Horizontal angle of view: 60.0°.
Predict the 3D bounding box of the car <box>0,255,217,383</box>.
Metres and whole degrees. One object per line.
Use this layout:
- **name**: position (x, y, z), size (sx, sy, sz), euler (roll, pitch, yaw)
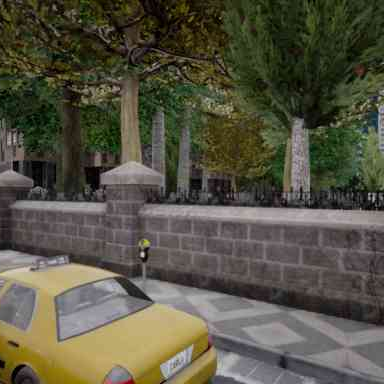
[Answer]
- **car**: position (-2.014, 1.525, 4.395), size (4.829, 1.417, 1.752), euler (0, 0, 35)
